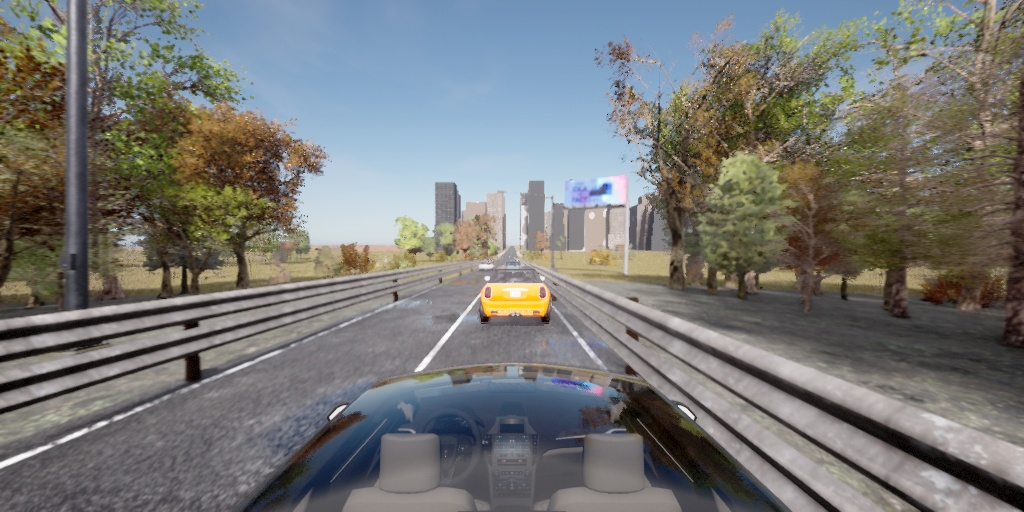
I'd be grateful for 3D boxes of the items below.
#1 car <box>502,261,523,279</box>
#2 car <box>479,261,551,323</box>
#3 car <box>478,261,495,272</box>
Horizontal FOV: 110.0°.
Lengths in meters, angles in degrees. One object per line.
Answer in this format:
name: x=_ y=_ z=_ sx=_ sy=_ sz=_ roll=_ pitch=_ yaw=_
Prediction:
car: x=0.072 y=1.253 z=34.128 sx=1.837 sy=1.490 sz=4.892 roll=0 pitch=0 yaw=0
car: x=0.095 y=1.101 z=12.313 sx=2.097 sy=1.767 sz=4.553 roll=0 pitch=0 yaw=0
car: x=-3.309 y=1.349 z=47.234 sx=1.895 sy=1.301 sz=4.718 roll=0 pitch=0 yaw=0
